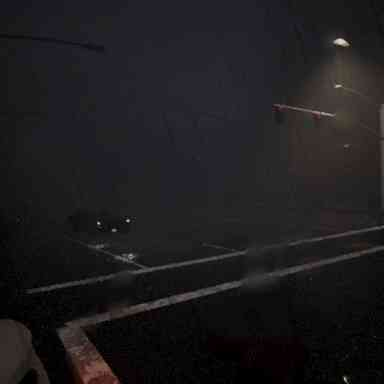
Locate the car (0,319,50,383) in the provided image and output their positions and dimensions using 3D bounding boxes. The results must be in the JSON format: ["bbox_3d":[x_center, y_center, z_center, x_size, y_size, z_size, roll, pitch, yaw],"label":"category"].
[{"bbox_3d":[-3.209,1.576,1.583,4.674,1.442,1.812,-2,1,-35],"label":"car"}]

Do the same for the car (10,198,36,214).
[{"bbox_3d":[-20.685,1.799,39.995,2.033,1.411,5.357,-2,0,-34],"label":"car"}]

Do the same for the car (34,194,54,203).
[{"bbox_3d":[-35.296,1.401,79.304,2.150,2.045,5.566,-2,2,-35],"label":"car"}]

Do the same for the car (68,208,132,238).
[{"bbox_3d":[-4.914,1.504,17.362,1.895,1.301,4.718,-2,1,-36],"label":"car"}]

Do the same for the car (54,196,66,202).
[{"bbox_3d":[-32.406,1.604,81.293,2.033,1.411,5.357,-2,2,-35],"label":"car"}]
